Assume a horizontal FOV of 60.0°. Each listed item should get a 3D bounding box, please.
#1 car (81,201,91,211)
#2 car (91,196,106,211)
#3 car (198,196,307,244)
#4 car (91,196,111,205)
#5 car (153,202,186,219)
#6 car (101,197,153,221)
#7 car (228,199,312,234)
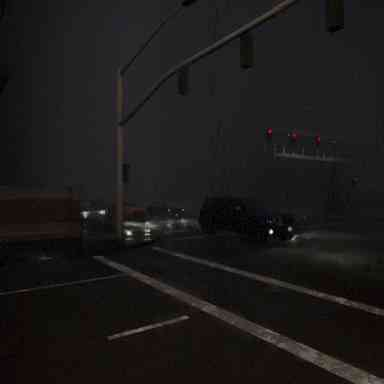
[{"bbox_3d":[-13.919,1.526,39.236,1.812,1.442,4.674,0,0,-36],"label":"car"},{"bbox_3d":[-11.672,1.548,42.104,2.033,1.411,5.357,0,0,-36],"label":"car"},{"bbox_3d":[2.541,1.224,16.319,2.150,2.045,5.566,0,0,-36],"label":"car"},{"bbox_3d":[-16.830,1.478,61.608,1.882,1.535,5.008,0,0,-36],"label":"car"},{"bbox_3d":[-2.544,1.601,29.390,1.895,1.301,4.718,0,0,-36],"label":"car"},{"bbox_3d":[-5.454,1.478,27.445,1.882,1.535,5.008,0,0,-36],"label":"car"},{"bbox_3d":[4.585,1.351,20.123,2.097,1.767,4.553,0,0,-41],"label":"car"}]
